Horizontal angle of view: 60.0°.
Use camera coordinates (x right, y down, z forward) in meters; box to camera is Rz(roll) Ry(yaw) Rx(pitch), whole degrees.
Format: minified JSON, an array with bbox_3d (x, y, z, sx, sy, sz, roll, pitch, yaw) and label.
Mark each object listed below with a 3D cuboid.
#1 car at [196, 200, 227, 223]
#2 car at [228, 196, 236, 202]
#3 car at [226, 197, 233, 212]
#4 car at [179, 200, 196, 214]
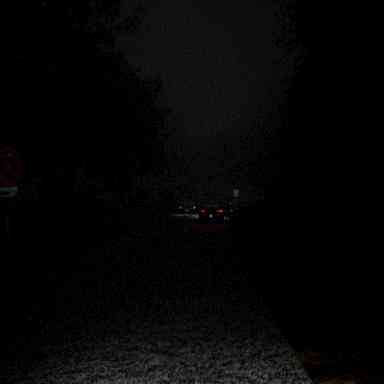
[{"bbox_3d":[1.566,1.521,25.689,1.812,1.442,4.674,0,-1,6],"label":"car"},{"bbox_3d":[8.991,1.518,75.804,1.895,1.301,4.718,1,2,17],"label":"car"},{"bbox_3d":[3.749,1.723,41.477,1.994,1.385,4.181,0,-1,10],"label":"car"},{"bbox_3d":[-0.166,1.583,35.587,1.812,1.442,4.674,0,-1,8],"label":"car"}]
